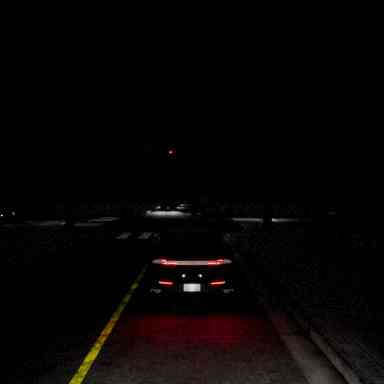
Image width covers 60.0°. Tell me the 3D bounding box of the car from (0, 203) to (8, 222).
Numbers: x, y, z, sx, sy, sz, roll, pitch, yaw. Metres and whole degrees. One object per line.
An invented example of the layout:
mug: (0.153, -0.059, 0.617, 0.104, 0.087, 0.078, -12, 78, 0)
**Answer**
car: (-14.766, 1.540, 21.514, 4.313, 1.339, 1.947, 0, 0, 0)

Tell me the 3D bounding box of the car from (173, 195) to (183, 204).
car: (-2.836, 1.509, 51.328, 2.033, 1.411, 5.357, 0, 0, 0)

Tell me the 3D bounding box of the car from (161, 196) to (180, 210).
car: (-2.840, 1.576, 41.651, 1.895, 1.301, 4.718, 0, 0, 0)

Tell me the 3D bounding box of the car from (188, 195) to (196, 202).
car: (0.015, 1.456, 76.802, 1.812, 1.442, 4.674, 0, 0, 0)

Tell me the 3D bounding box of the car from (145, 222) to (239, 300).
car: (0.003, 1.492, 8.362, 2.128, 1.511, 4.902, 0, 0, 0)

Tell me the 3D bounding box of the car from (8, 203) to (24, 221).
car: (-15.680, 1.209, 24.055, 5.566, 2.045, 2.150, 0, 0, 0)

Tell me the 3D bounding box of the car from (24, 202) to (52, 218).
car: (-14.759, 1.580, 29.540, 4.313, 1.339, 1.947, 0, 0, 0)

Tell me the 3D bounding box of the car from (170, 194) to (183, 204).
car: (-2.805, 1.301, 61.446, 2.097, 1.767, 4.553, 0, 0, 0)
